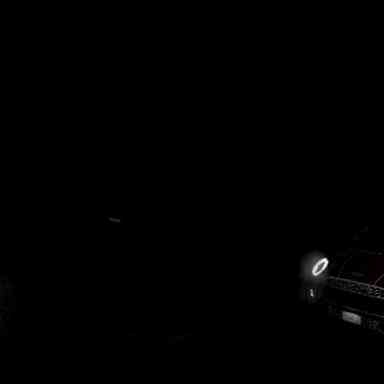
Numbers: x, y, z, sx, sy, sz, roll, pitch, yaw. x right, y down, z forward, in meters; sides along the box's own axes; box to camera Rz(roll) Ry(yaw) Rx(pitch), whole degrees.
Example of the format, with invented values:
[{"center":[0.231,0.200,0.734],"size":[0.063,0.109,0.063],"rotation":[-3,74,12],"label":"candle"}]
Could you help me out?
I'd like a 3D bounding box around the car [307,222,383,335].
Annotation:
[{"center":[4.294,1.351,6.439],"size":[4.553,1.767,2.097],"rotation":[0,0,-35],"label":"car"}]
